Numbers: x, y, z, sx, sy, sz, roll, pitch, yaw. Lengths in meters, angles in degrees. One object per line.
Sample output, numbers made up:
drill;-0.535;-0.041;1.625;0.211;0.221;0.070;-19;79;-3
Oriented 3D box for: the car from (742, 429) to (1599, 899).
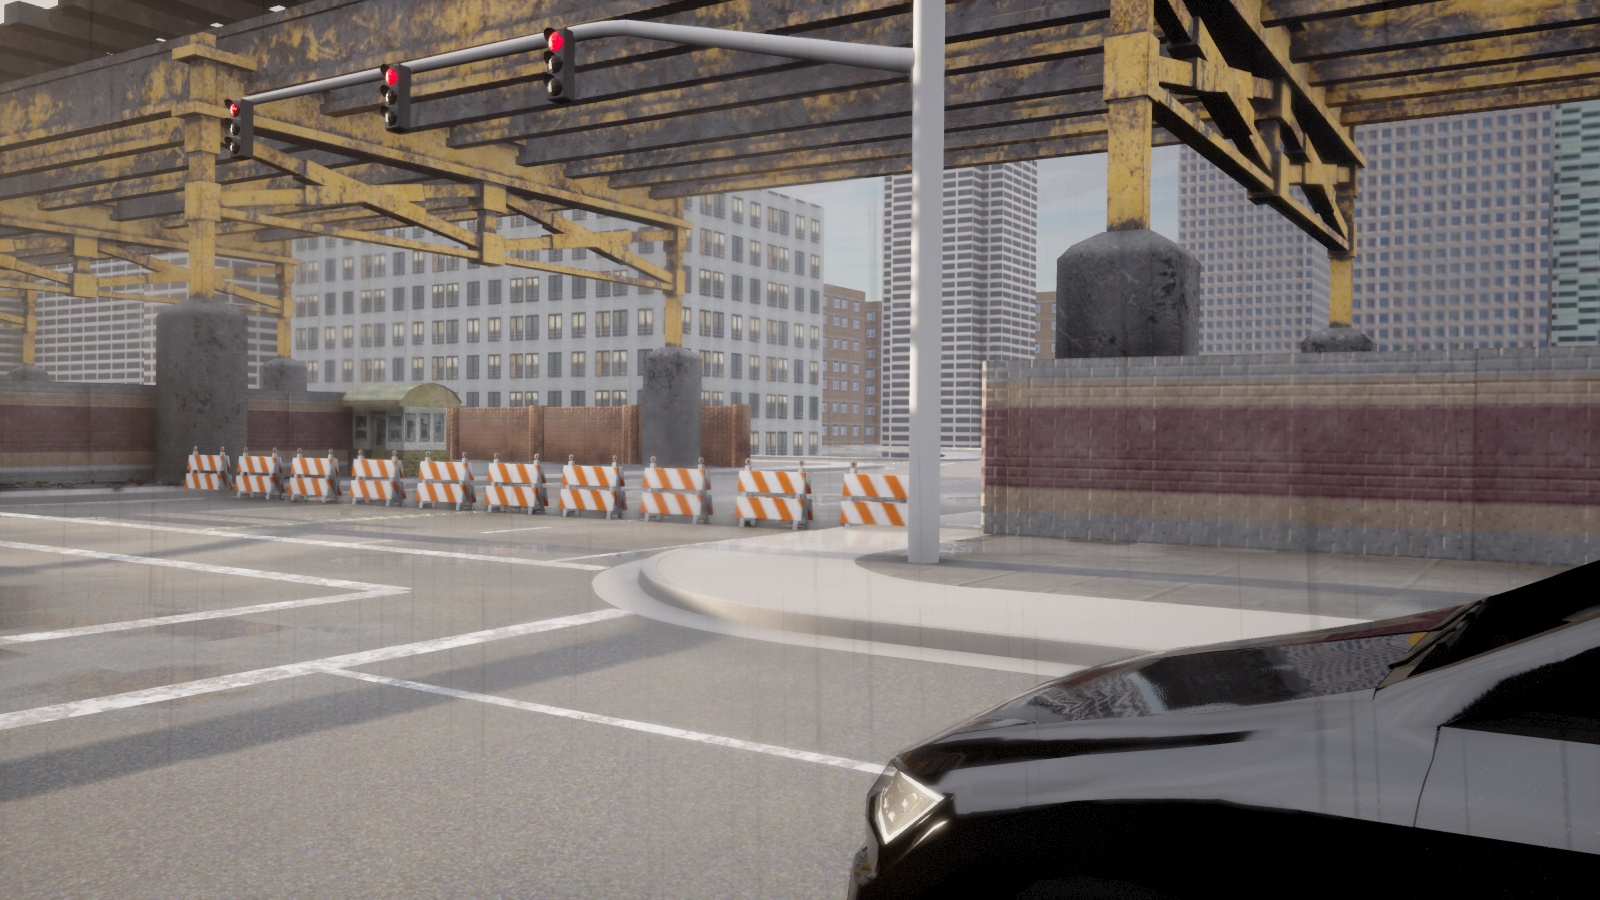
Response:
car;2.136;0.696;2.204;4.193;1.474;1.816;0;1;34
